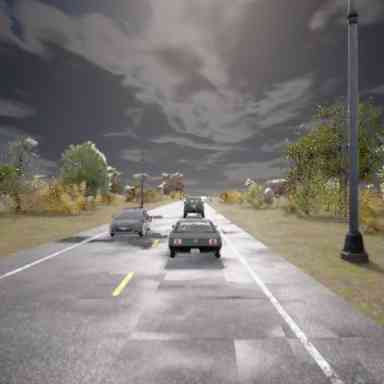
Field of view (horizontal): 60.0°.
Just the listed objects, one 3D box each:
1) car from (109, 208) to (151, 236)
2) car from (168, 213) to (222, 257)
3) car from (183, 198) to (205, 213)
[{"bbox_3d":[-3.561,1.721,19.835,1.837,1.490,4.892,0,-1,0],"label":"car"},{"bbox_3d":[0.115,1.750,13.617,1.895,1.301,4.718,0,-1,0],"label":"car"},{"bbox_3d":[0.220,1.621,36.333,2.150,2.045,5.566,0,0,0],"label":"car"}]
